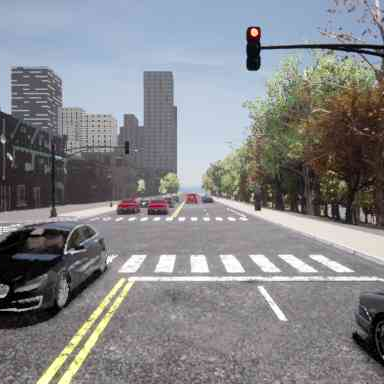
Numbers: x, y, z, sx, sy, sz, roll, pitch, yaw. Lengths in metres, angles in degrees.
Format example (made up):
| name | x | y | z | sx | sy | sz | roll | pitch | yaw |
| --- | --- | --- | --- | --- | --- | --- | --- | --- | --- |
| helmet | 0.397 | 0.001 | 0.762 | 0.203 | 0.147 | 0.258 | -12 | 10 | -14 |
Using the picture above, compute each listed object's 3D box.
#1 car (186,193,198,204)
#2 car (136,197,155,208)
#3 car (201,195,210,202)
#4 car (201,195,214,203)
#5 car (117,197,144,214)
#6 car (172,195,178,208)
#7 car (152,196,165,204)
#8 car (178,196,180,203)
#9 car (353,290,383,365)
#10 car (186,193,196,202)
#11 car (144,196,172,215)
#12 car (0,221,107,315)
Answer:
| name | x | y | z | sx | sy | sz | roll | pitch | yaw |
| --- | --- | --- | --- | --- | --- | --- | --- | --- | --- |
| car | -0.020 | 1.197 | 65.156 | 2.150 | 2.045 | 5.566 | 0 | 0 | 0 |
| car | -6.686 | 1.473 | 48.435 | 2.128 | 1.511 | 4.902 | 0 | 0 | 0 |
| car | 3.114 | 1.447 | 75.880 | 1.882 | 1.535 | 5.008 | 0 | 0 | 0 |
| car | 3.233 | 1.539 | 65.852 | 1.994 | 1.385 | 4.181 | 0 | 0 | 0 |
| car | -6.666 | 1.466 | 35.588 | 1.882 | 1.535 | 5.008 | 0 | 0 | 0 |
| car | -3.434 | 1.485 | 46.950 | 1.837 | 1.490 | 4.892 | 0 | 1 | 0 |
| car | -6.638 | 1.522 | 67.014 | 2.033 | 1.411 | 5.357 | 0 | 0 | 0 |
| car | -3.390 | 1.481 | 67.139 | 1.837 | 1.490 | 4.892 | 0 | 0 | 0 |
| car | 3.345 | 1.547 | 2.535 | 2.033 | 1.411 | 5.357 | 0 | 0 | 0 |
| car | -0.136 | 1.195 | 75.692 | 2.150 | 2.045 | 5.566 | 0 | 0 | 0 |
| car | -3.411 | 1.467 | 34.215 | 1.882 | 1.535 | 5.008 | 0 | 0 | 0 |
| car | -3.364 | 1.503 | 7.803 | 1.837 | 1.490 | 4.892 | 0 | 0 | 0 |
